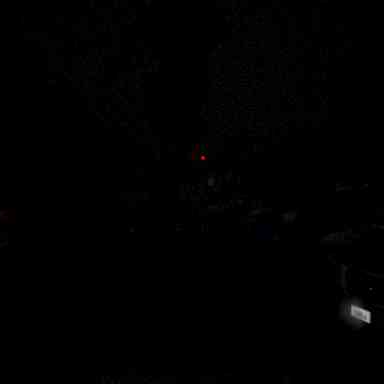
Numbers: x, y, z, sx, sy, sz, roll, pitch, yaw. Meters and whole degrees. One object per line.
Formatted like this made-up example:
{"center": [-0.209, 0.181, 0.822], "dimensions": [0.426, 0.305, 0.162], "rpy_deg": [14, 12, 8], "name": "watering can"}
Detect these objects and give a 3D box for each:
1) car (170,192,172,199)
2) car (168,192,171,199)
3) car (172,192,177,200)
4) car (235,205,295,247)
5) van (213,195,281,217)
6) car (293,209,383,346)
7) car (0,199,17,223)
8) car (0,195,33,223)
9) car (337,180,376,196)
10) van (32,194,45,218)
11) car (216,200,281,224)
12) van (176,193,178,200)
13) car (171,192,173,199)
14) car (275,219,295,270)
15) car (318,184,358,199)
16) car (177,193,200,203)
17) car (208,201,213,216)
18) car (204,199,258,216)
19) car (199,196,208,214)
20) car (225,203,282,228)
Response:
{"center": [-2.097, 1.428, 84.971], "dimensions": [5.366, 1.575, 1.946], "rpy_deg": [0, 0, -29], "name": "car"}
{"center": [-2.705, 1.166, 87.860], "dimensions": [5.566, 2.045, 2.435], "rpy_deg": [0, 0, -29], "name": "car"}
{"center": [-0.892, 1.215, 75.947], "dimensions": [5.566, 2.045, 2.435], "rpy_deg": [1, 0, -29], "name": "car"}
{"center": [4.527, 1.480, 14.253], "dimensions": [4.674, 1.452, 2.002], "rpy_deg": [1, 0, -22], "name": "car"}
{"center": [4.061, 1.187, 23.260], "dimensions": [4.442, 1.987, 1.878], "rpy_deg": [1, 0, -23], "name": "van"}
{"center": [4.703, 1.214, 5.176], "dimensions": [5.566, 2.045, 2.435], "rpy_deg": [1, 0, -21], "name": "car"}
{"center": [-14.215, 1.458, 20.753], "dimensions": [5.366, 1.575, 1.946], "rpy_deg": [-1, 0, -22], "name": "car"}
{"center": [-14.162, 1.326, 23.793], "dimensions": [4.553, 1.767, 2.185], "rpy_deg": [-1, 0, -23], "name": "car"}
{"center": [21.838, -0.490, 44.404], "dimensions": [2.435, 2.045, 5.566], "rpy_deg": [-7, 4, -28], "name": "car"}
{"center": [-14.255, 1.218, 26.785], "dimensions": [4.442, 1.987, 1.878], "rpy_deg": [-1, 0, -23], "name": "van"}
{"center": [4.309, 1.424, 20.291], "dimensions": [4.892, 1.521, 2.231], "rpy_deg": [1, 0, -23], "name": "car"}
{"center": [-0.524, 1.253, 72.931], "dimensions": [4.442, 1.987, 1.878], "rpy_deg": [0, 0, -29], "name": "van"}
{"center": [-1.303, 1.203, 78.956], "dimensions": [5.566, 2.045, 2.435], "rpy_deg": [0, 0, -29], "name": "car"}
{"center": [4.672, 1.497, 8.217], "dimensions": [4.674, 1.452, 2.002], "rpy_deg": [1, 0, -21], "name": "car"}
{"center": [18.875, 0.089, 43.990], "dimensions": [2.002, 1.452, 4.674], "rpy_deg": [-7, 4, -28], "name": "car"}
{"center": [-0.026, 1.366, 69.995], "dimensions": [4.553, 1.767, 2.185], "rpy_deg": [0, 0, -28], "name": "car"}
{"center": [4.038, 1.280, 26.336], "dimensions": [4.553, 1.767, 2.185], "rpy_deg": [1, 0, -23], "name": "car"}
{"center": [3.824, 1.424, 32.322], "dimensions": [4.792, 1.488, 2.163], "rpy_deg": [1, 0, -24], "name": "car"}
{"center": [3.662, 1.392, 29.266], "dimensions": [5.366, 1.575, 1.946], "rpy_deg": [1, 0, -24], "name": "car"}
{"center": [4.417, 1.471, 17.275], "dimensions": [4.674, 1.452, 2.002], "rpy_deg": [1, 0, -22], "name": "car"}
